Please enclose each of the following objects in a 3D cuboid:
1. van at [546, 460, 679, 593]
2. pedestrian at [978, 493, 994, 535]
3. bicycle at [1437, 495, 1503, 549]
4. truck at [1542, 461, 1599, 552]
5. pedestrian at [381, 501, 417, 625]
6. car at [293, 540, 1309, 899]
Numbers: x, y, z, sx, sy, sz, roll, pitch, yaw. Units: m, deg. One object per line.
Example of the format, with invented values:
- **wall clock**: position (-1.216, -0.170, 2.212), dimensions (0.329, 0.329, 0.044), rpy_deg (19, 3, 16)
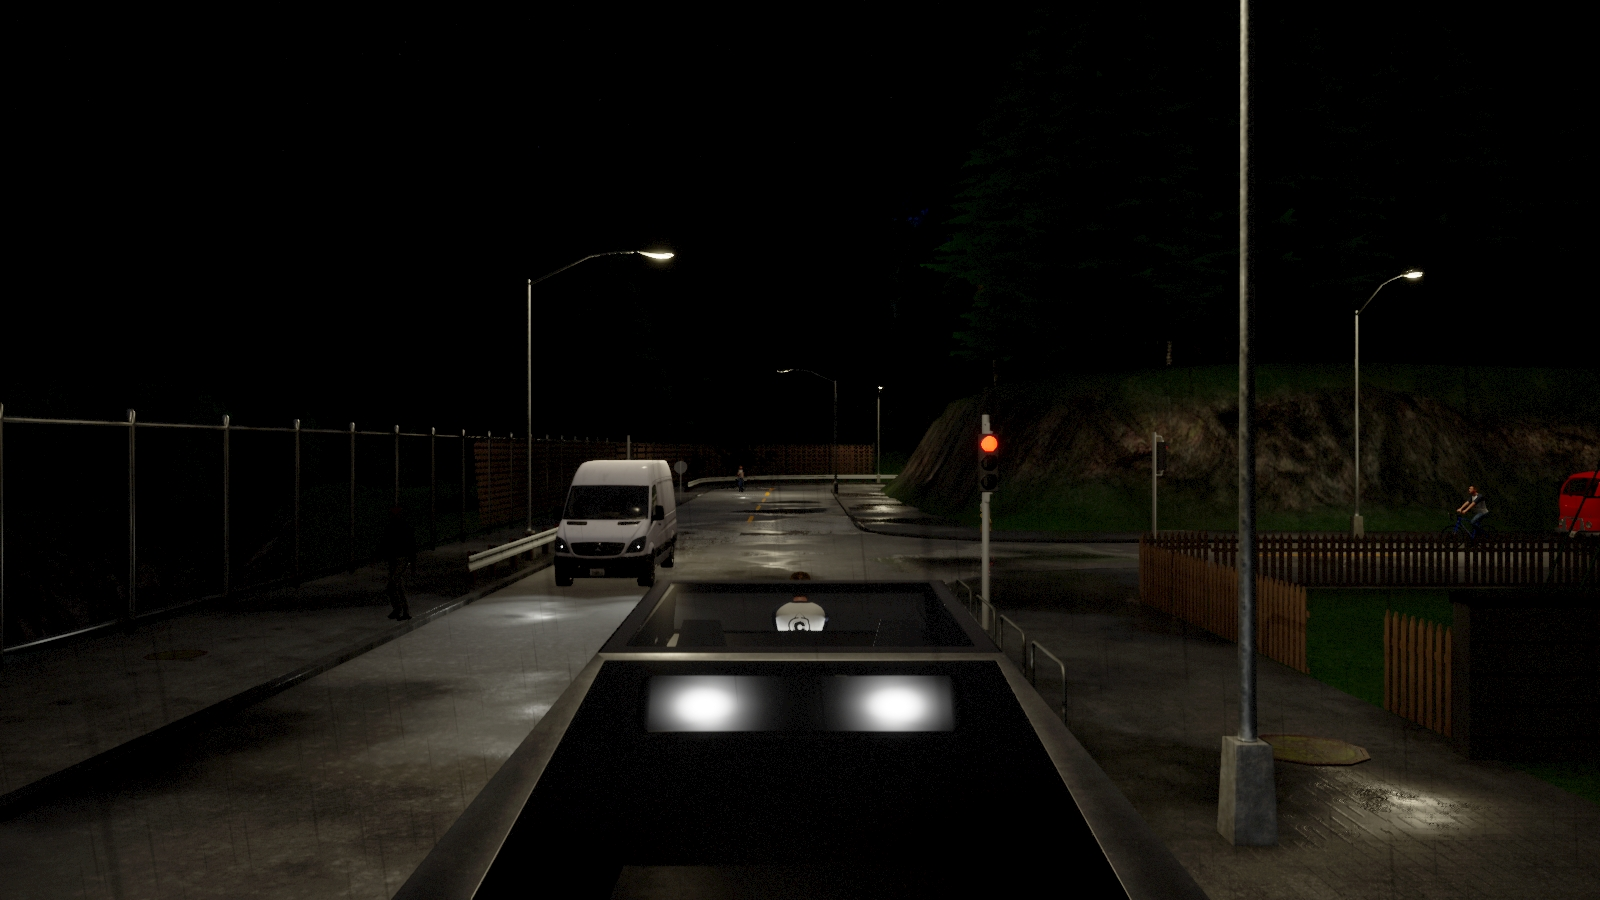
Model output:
- **van**: position (-3.990, 1.524, 25.379), dimensions (1.988, 2.561, 5.915), rpy_deg (0, 0, 0)
- **pedestrian**: position (5.854, 2.002, 35.900), dimensions (0.375, 1.300, 0.375), rpy_deg (0, 0, -12)
- **bicycle**: position (18.925, 2.043, 32.290), dimensions (1.643, 1.496, 0.373), rpy_deg (0, 0, 0)
- **truck**: position (24.435, 1.556, 32.287), dimensions (5.204, 2.467, 2.627), rpy_deg (0, 0, 0)
- **pedestrian**: position (-6.213, 1.738, 17.694), dimensions (0.375, 1.860, 0.375), rpy_deg (0, 0, 29)
- **car**: position (0.002, 1.760, 5.826), dimensions (2.390, 2.098, 6.274), rpy_deg (0, 0, 0)
